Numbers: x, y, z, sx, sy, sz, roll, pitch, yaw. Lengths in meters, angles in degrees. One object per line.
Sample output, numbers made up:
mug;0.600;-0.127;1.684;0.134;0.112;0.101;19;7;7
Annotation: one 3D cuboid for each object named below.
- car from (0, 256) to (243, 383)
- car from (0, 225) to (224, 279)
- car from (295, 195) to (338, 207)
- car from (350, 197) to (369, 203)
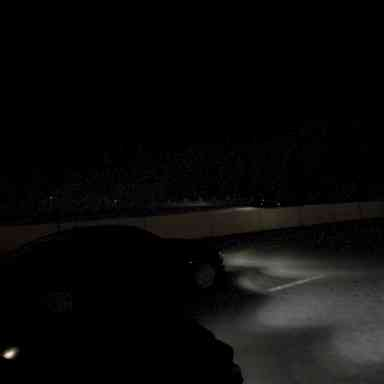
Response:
car;-1.882;1.605;2.405;4.718;1.301;1.895;-1;1;-35
car;-1.562;1.426;6.931;5.008;1.535;1.882;-1;1;-35
car;13.410;1.097;35.043;4.892;1.490;1.837;0;0;-35
car;16.918;1.149;33.244;4.181;1.385;1.994;0;0;-35
